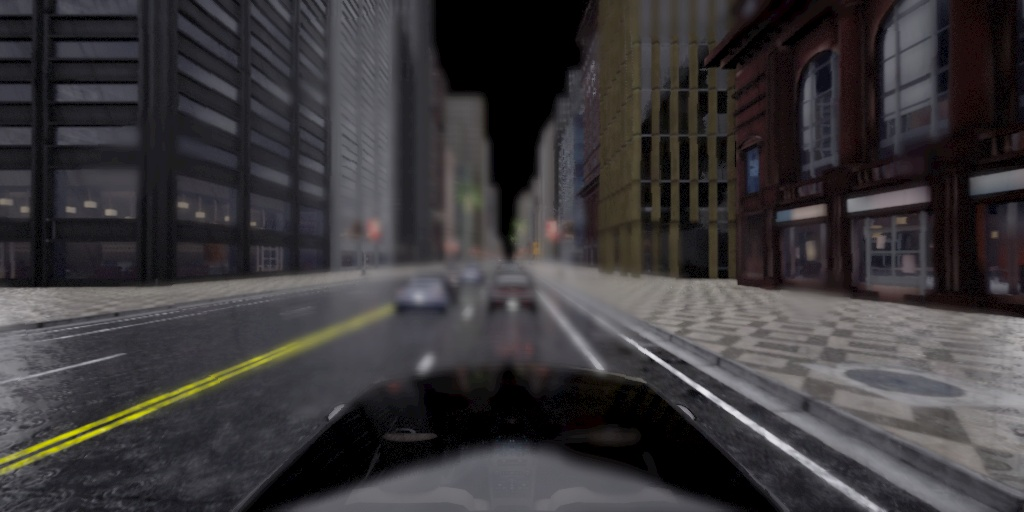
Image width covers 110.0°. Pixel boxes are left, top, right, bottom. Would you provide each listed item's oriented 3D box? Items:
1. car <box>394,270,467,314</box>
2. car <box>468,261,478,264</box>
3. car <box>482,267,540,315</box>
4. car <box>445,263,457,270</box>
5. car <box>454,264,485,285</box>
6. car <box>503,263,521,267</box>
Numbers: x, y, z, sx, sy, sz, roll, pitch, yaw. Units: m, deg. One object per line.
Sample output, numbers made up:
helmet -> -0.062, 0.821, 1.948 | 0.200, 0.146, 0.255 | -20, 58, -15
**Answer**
car -> -3.203, 1.434, 14.407 | 1.994, 1.385, 4.181 | 0, 0, 0
car -> -6.556, 1.646, 59.541 | 2.097, 1.767, 4.553 | 0, -1, 0
car -> 0.046, 1.374, 14.283 | 1.837, 1.490, 4.892 | 0, 0, 0
car -> -9.806, 1.858, 59.526 | 1.994, 1.385, 4.181 | 0, 0, 0
car -> -3.202, 1.576, 29.481 | 1.994, 1.385, 4.181 | 0, 0, 0
car -> 0.044, 1.360, 29.183 | 2.097, 1.767, 4.553 | 0, -1, 0
